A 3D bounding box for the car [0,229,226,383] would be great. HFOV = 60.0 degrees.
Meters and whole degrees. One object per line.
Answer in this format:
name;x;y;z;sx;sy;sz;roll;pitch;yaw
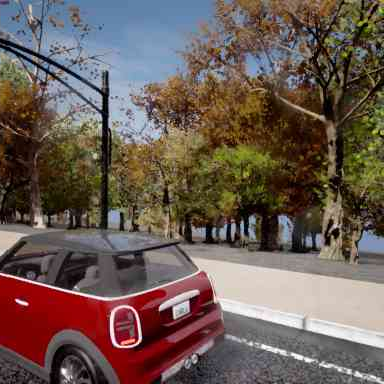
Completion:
car;-1.848;1.351;5.004;4.553;1.767;2.097;0;0;36
